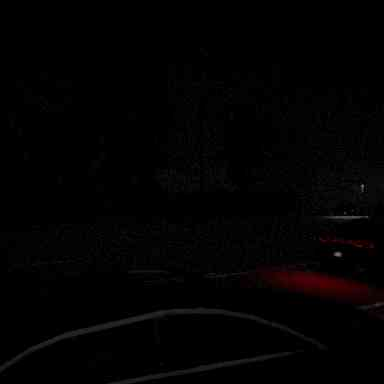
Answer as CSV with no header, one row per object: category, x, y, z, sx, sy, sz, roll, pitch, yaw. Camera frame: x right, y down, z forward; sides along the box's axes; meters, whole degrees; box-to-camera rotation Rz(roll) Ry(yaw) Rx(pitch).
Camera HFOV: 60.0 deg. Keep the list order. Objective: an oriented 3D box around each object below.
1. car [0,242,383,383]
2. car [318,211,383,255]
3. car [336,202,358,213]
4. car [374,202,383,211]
car,-0.186,1.493,2.942,4.902,1.511,2.128,0,0,-23
car,5.966,1.496,10.040,5.008,1.535,1.882,0,0,-31
car,16.587,1.782,35.484,2.033,1.411,5.357,-1,-1,30
car,19.837,1.747,34.147,2.033,1.411,5.357,-1,-1,29
